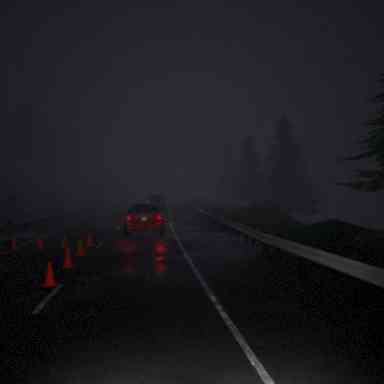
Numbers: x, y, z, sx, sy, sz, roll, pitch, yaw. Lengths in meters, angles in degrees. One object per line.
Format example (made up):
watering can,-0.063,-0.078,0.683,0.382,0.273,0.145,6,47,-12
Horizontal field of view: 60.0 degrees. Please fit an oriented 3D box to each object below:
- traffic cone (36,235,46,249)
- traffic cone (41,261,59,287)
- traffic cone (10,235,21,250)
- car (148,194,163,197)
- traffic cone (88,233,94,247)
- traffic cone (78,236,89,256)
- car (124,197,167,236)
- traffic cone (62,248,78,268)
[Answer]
traffic cone,-6.371,2.081,13.957,0.340,0.580,0.340,-1,0,-8
traffic cone,-3.547,2.025,8.298,0.340,0.580,0.340,-1,0,-8
traffic cone,-7.361,2.103,13.817,0.340,0.580,0.340,-1,0,-8
car,-4.153,1.275,38.467,2.150,2.045,5.566,-1,0,-3
traffic cone,-4.392,2.038,14.239,0.340,0.580,0.340,-1,0,-8
traffic cone,-4.110,2.033,12.259,0.340,0.580,0.340,-1,0,-8
car,-2.653,1.390,18.965,2.097,1.767,4.553,-1,0,-6
traffic cone,-3.829,2.029,10.279,0.340,0.580,0.340,-1,0,-8
